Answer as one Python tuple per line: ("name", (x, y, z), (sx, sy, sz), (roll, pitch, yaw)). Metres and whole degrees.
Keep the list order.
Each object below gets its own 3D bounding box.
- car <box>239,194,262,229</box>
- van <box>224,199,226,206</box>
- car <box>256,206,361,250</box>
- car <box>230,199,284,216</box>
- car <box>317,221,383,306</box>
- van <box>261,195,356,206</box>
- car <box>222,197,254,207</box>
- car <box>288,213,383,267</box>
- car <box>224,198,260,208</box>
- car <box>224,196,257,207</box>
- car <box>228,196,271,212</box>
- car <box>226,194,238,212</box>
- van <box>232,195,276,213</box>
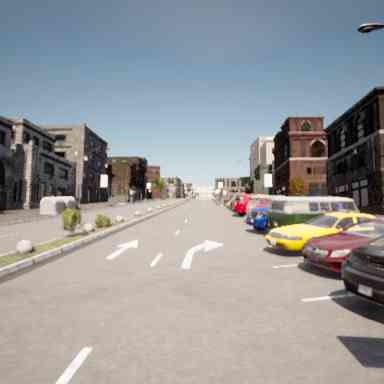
("car", (5.833, 1.228, 18.534), (5.566, 2.045, 2.435), (1, 0, -17))
("van", (6.936, 1.335, 42.846), (4.442, 1.987, 1.878), (1, 0, -17))
("car", (5.381, 1.454, 12.407), (5.366, 1.575, 1.946), (1, 0, -17))
("car", (6.593, 1.533, 33.757), (4.892, 1.521, 2.231), (1, 0, -17))
("car", (5.253, 1.440, 6.383), (4.892, 1.521, 2.231), (1, 0, -17))
("van", (5.821, 1.245, 15.544), (4.442, 1.987, 1.878), (1, 0, -17))
("car", (7.612, 1.608, 55.068), (4.892, 1.521, 2.231), (1, 0, -17))
("car", (5.411, 1.489, 9.421), (4.674, 1.452, 2.002), (1, 0, -17))
("car", (7.370, 1.613, 48.986), (4.792, 1.488, 2.163), (1, 0, -17))
("car", (7.517, 1.470, 52.026), (4.553, 1.767, 2.185), (1, 0, -17))
("car", (6.866, 1.426, 39.838), (4.553, 1.767, 2.185), (1, 0, -17))
("car", (6.478, 1.270, 30.729), (5.566, 2.045, 2.435), (1, 0, -17))
("van", (6.859, 1.317, 36.840), (4.442, 1.987, 1.878), (1, 0, -17))
